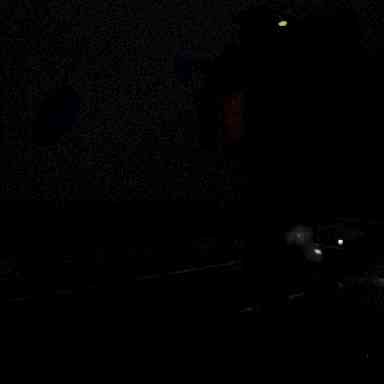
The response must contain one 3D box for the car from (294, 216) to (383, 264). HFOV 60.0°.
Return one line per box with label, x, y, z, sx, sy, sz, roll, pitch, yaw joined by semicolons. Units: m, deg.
car;5.772;1.569;11.792;4.718;1.301;1.895;0;0;-35
